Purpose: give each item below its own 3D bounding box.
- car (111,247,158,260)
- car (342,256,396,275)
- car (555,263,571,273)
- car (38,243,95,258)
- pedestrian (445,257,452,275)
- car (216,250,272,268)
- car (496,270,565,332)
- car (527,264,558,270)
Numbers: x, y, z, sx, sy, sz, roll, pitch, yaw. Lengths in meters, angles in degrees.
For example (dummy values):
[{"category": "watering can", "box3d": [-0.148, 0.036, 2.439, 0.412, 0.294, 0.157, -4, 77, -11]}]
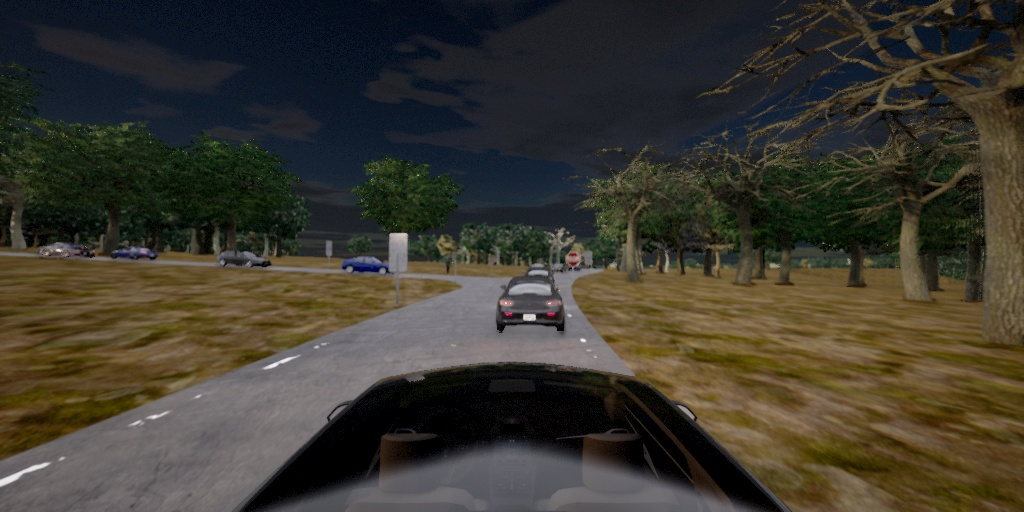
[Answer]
[{"category": "car", "box3d": [-41.481, -0.309, 39.484, 4.674, 1.442, 1.812, 2, -1, 10]}, {"category": "car", "box3d": [-12.364, 0.808, 31.492, 5.008, 1.535, 1.882, 2, -1, 9]}, {"category": "car", "box3d": [7.230, 1.894, 54.976, 1.837, 1.490, 4.892, -1, -1, 19]}, {"category": "car", "box3d": [-45.718, -0.516, 37.102, 4.181, 1.385, 1.994, 2, -1, 10]}, {"category": "pedestrian", "box3d": [-6.606, 0.995, 36.970, 0.375, 1.860, 0.375, 0, -4, 9]}, {"category": "car", "box3d": [-25.074, 0.292, 33.607, 4.892, 1.490, 1.837, 4, -1, 10]}, {"category": "car", "box3d": [0.583, 1.315, 10.932, 1.812, 1.442, 4.674, 0, 0, 4]}, {"category": "car", "box3d": [1.534, 1.374, 21.232, 1.812, 1.442, 4.674, 0, -1, 4]}]
